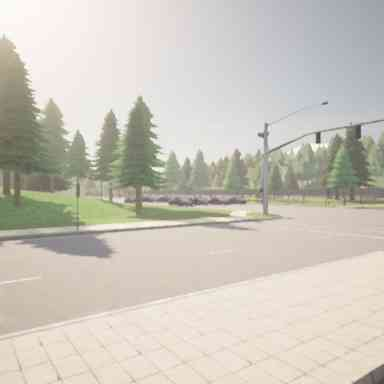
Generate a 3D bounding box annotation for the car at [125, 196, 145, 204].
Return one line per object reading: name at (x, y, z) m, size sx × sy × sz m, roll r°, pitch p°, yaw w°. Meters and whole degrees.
car at (-11.161, 1.471, 63.078) m, size 1.994 × 1.385 × 4.181 m, roll 0°, pitch 0°, yaw -35°

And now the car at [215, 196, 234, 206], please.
car at (4.039, 1.410, 53.570) m, size 1.812 × 1.442 × 4.674 m, roll 0°, pitch 0°, yaw -35°

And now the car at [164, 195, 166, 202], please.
car at (-4.896, 1.376, 66.369) m, size 2.128 × 1.511 × 4.902 m, roll 0°, pitch 0°, yaw -35°

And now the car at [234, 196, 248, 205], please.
car at (7.223, 1.436, 55.124) m, size 1.994 × 1.385 × 4.181 m, roll 0°, pitch 0°, yaw -35°

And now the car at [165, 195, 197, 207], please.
car at (-1.657, 1.434, 49.485) m, size 1.812 × 1.442 × 4.674 m, roll 0°, pitch 0°, yaw -35°

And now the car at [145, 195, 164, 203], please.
car at (-8.120, 1.387, 64.851) m, size 2.128 × 1.511 × 4.902 m, roll 0°, pitch 0°, yaw -35°

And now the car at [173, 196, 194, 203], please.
car at (-1.812, 1.472, 68.099) m, size 1.895 × 1.301 × 4.718 m, roll 0°, pitch 0°, yaw -35°

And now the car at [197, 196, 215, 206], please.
car at (0.818, 1.388, 52.056) m, size 2.128 × 1.511 × 4.902 m, roll 0°, pitch 0°, yaw -35°
